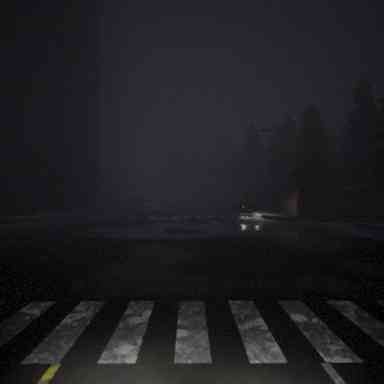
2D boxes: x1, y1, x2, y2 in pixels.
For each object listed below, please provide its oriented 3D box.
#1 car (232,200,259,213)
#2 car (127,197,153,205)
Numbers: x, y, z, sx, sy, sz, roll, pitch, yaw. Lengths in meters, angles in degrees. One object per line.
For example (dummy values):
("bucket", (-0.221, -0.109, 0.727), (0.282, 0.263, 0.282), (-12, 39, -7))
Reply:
("car", (5.803, 1.524, 36.568), (1.895, 1.301, 4.718), (-5, 0, -6))
("car", (-9.428, 1.532, 60.152), (5.357, 1.411, 2.033), (0, 0, 41))
